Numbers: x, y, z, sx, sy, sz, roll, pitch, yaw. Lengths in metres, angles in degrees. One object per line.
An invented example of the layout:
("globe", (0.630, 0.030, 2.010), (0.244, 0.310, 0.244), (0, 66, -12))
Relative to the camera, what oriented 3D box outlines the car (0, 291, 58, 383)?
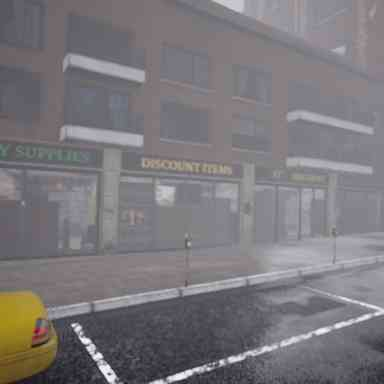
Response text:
("car", (-3.946, 1.579, 3.248), (4.829, 1.417, 1.752), (1, 0, -32))
